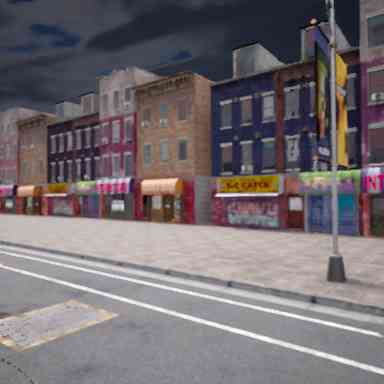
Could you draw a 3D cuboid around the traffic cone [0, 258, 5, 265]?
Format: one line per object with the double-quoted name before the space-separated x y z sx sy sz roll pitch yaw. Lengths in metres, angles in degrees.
"traffic cone" -6.357 2.081 10.850 0.340 0.580 0.340 -1 -1 37
